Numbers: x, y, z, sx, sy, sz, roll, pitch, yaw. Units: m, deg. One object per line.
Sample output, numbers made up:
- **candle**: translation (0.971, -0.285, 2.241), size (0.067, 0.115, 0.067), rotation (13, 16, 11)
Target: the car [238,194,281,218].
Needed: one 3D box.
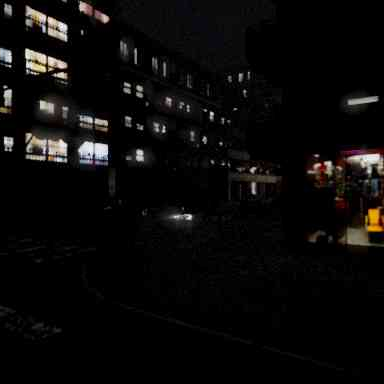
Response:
- **car**: translation (5.087, 1.106, 25.307), size (1.887, 1.381, 4.507), rotation (1, 1, 35)

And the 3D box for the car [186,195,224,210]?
- **car**: translation (1.456, 1.059, 34.839), size (1.947, 1.339, 4.313), rotation (1, 1, 35)

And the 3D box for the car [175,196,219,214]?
- **car**: translation (0.400, 1.138, 28.854), size (1.994, 1.385, 4.181), rotation (0, 1, 35)

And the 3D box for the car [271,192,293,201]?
- **car**: translation (14.491, 0.697, 53.349), size (1.947, 1.339, 4.313), rotation (1, 1, 35)

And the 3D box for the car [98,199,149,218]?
- **car**: translation (-5.168, 1.241, 25.652), size (1.947, 1.339, 4.313), rotation (1, 1, 35)

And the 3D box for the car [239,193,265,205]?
- **car**: translation (7.973, 0.894, 44.092), size (1.802, 1.307, 4.206), rotation (1, 1, 35)
